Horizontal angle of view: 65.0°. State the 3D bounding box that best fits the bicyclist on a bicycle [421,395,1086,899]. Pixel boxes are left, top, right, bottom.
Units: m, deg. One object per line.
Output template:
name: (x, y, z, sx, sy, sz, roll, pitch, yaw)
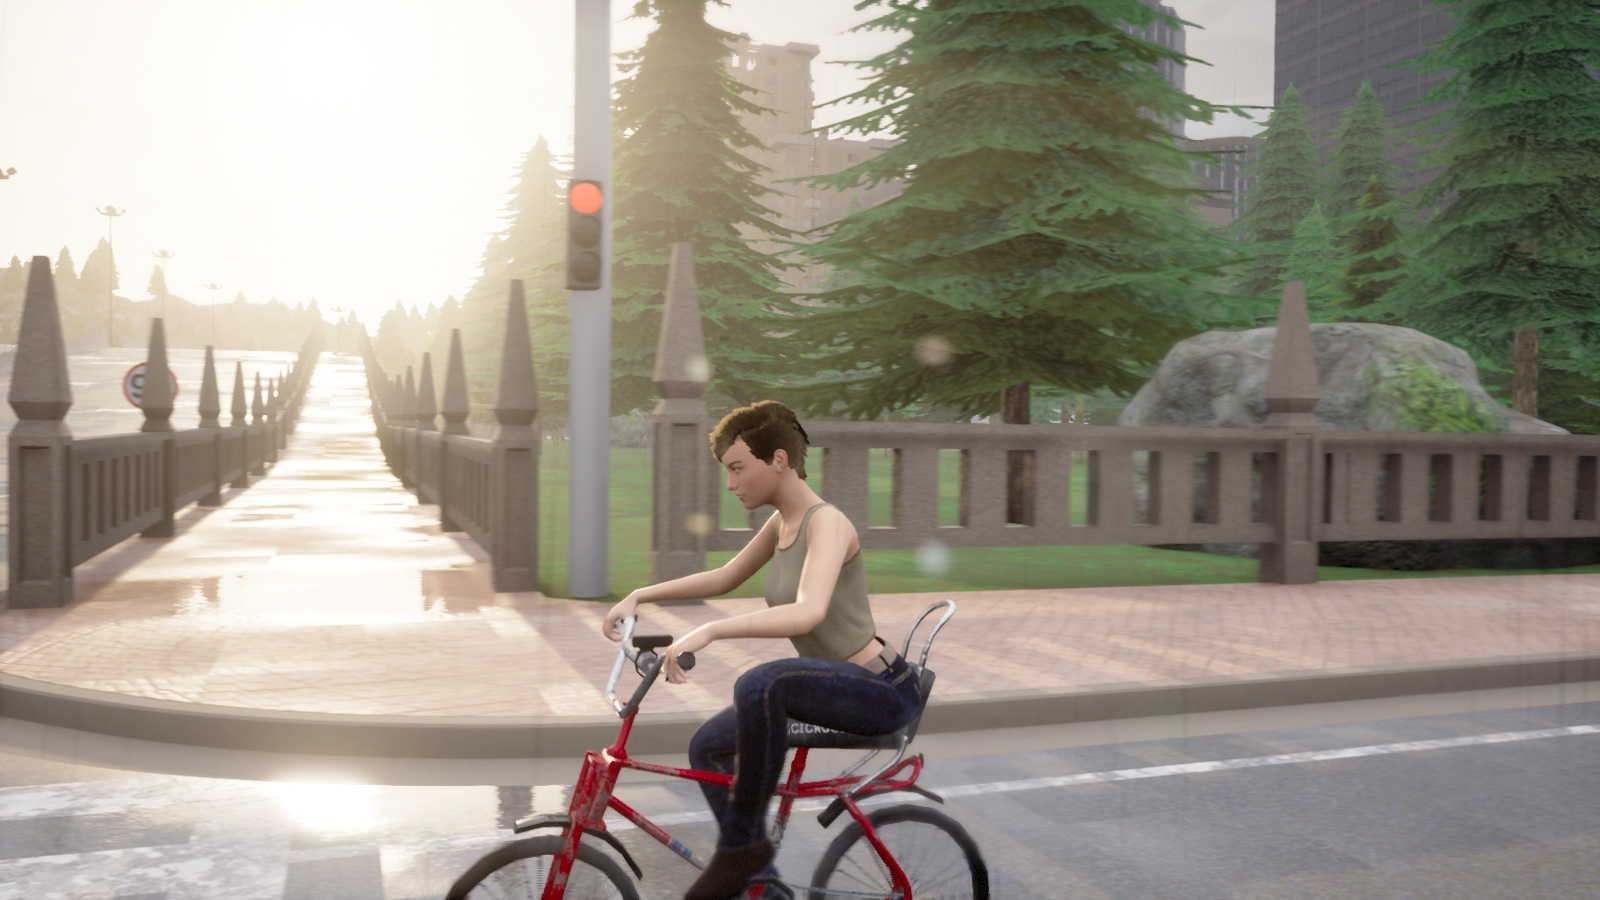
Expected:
bicyclist on a bicycle: (-0.160, 0.682, 3.227, 1.509, 1.612, 0.866, -1, 1, -18)
